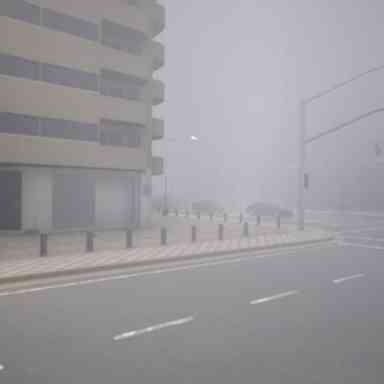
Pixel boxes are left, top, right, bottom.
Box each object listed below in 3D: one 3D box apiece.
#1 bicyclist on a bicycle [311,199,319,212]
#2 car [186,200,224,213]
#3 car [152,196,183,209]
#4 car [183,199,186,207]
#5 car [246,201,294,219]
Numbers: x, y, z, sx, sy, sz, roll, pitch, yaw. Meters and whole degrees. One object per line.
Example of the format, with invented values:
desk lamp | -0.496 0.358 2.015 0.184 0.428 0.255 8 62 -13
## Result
bicyclist on a bicycle | 15.446 1.656 41.783 1.656 1.620 0.582 0 0 -35
car | 1.836 1.714 40.332 2.128 1.511 4.902 1 0 -35
car | -3.955 1.715 48.633 2.128 1.511 4.902 1 0 -35
car | -2.688 1.809 59.280 1.837 1.490 4.892 1 0 -34
car | 7.508 1.699 32.319 1.882 1.535 5.008 1 0 -36
